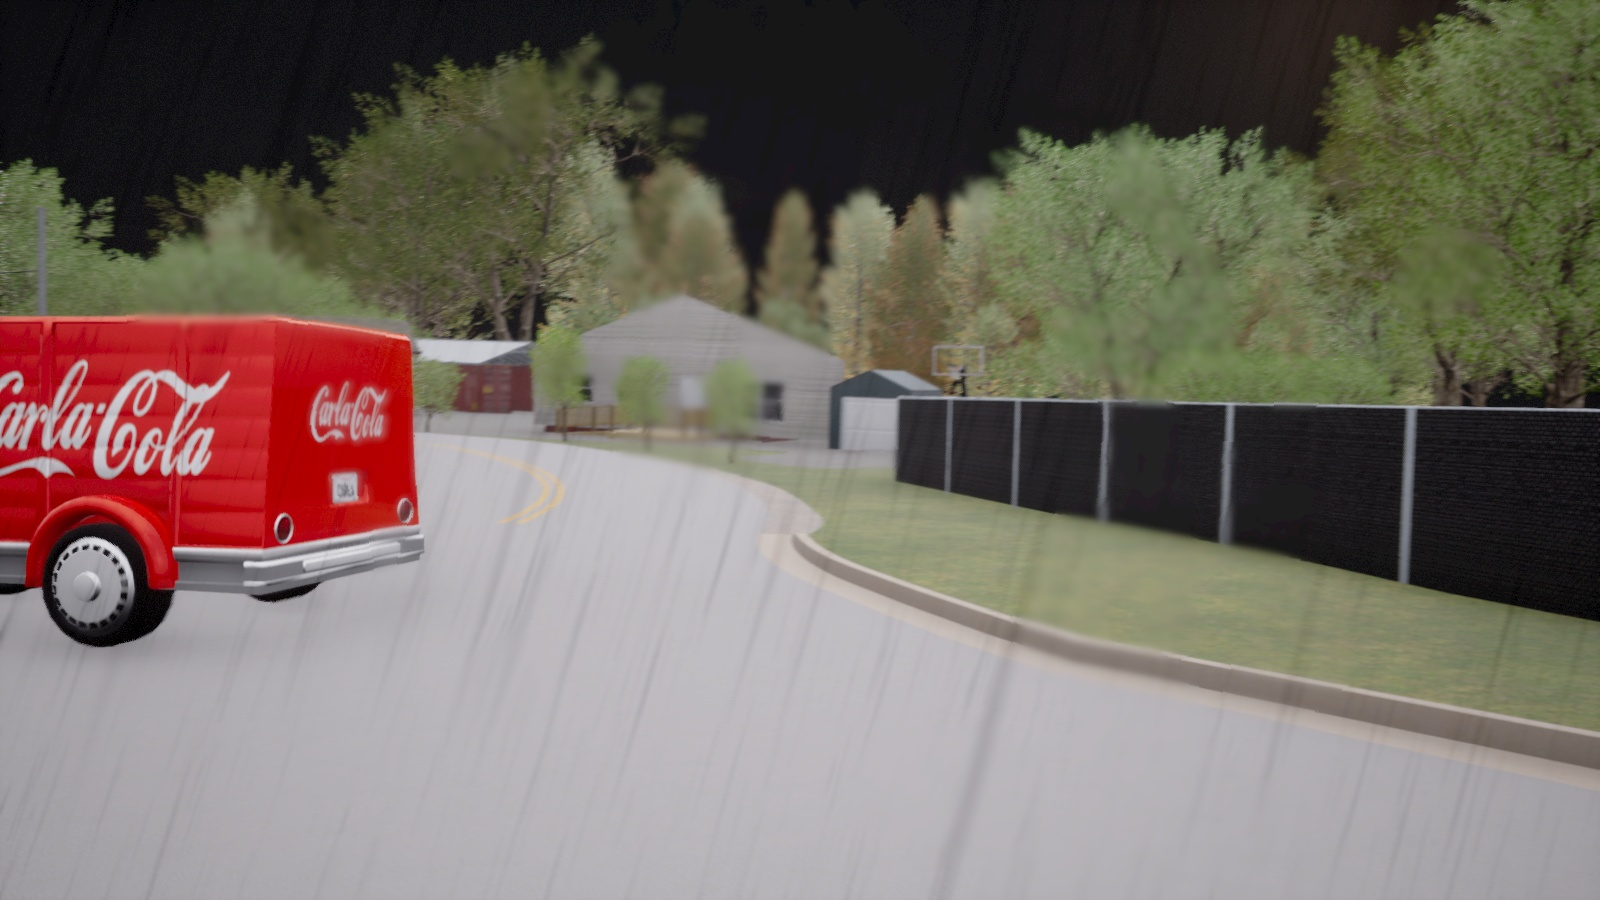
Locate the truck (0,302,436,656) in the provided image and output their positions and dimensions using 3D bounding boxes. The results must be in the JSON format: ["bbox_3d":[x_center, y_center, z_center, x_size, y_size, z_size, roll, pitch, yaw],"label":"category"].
[{"bbox_3d":[-6.083,0.135,10.513,5.204,2.467,2.627,1,1,10],"label":"truck"}]
